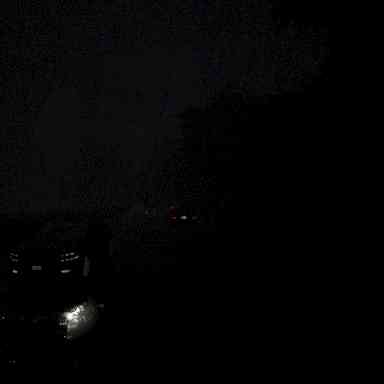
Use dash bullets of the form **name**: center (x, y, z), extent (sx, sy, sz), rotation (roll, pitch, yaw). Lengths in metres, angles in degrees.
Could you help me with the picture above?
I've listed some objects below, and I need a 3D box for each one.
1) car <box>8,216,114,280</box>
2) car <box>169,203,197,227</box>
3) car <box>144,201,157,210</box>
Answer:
- **car**: center (-3.781, 1.567, 10.454), extent (1.882, 1.535, 5.008), rotation (0, 0, -2)
- **car**: center (-0.628, 1.758, 24.454), extent (2.033, 1.411, 5.357), rotation (0, -1, -3)
- **car**: center (-6.624, 2.132, 53.206), extent (1.994, 1.385, 4.181), rotation (0, -1, -7)
